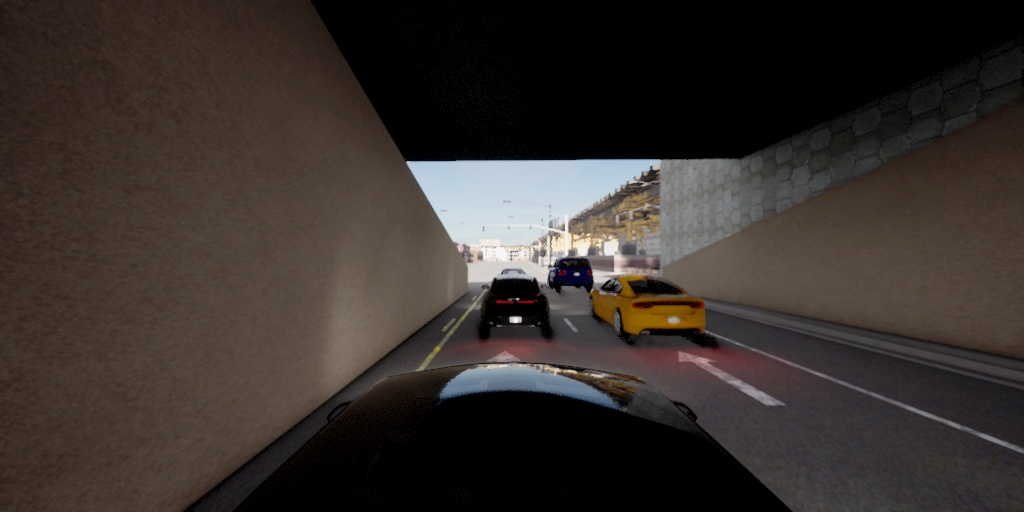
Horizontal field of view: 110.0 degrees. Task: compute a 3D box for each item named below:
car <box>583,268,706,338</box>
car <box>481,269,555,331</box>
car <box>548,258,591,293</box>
[{"bbox_3d":[3.585,1.293,10.427,1.882,1.535,5.008,0,0,0],"label":"car"},{"bbox_3d":[0.086,1.328,11.285,1.837,1.490,4.892,0,0,0],"label":"car"},{"bbox_3d":[3.564,1.125,22.433,2.150,2.045,5.566,0,-1,0],"label":"car"}]
